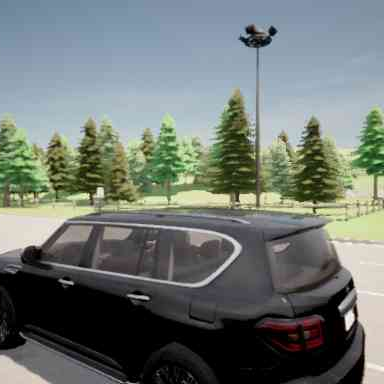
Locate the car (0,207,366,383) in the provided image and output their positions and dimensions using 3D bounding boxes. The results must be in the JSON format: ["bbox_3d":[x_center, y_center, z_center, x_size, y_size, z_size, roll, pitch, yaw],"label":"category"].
[{"bbox_3d":[-0.740,1.239,4.585,5.566,2.045,2.150,0,0,36],"label":"car"}]
